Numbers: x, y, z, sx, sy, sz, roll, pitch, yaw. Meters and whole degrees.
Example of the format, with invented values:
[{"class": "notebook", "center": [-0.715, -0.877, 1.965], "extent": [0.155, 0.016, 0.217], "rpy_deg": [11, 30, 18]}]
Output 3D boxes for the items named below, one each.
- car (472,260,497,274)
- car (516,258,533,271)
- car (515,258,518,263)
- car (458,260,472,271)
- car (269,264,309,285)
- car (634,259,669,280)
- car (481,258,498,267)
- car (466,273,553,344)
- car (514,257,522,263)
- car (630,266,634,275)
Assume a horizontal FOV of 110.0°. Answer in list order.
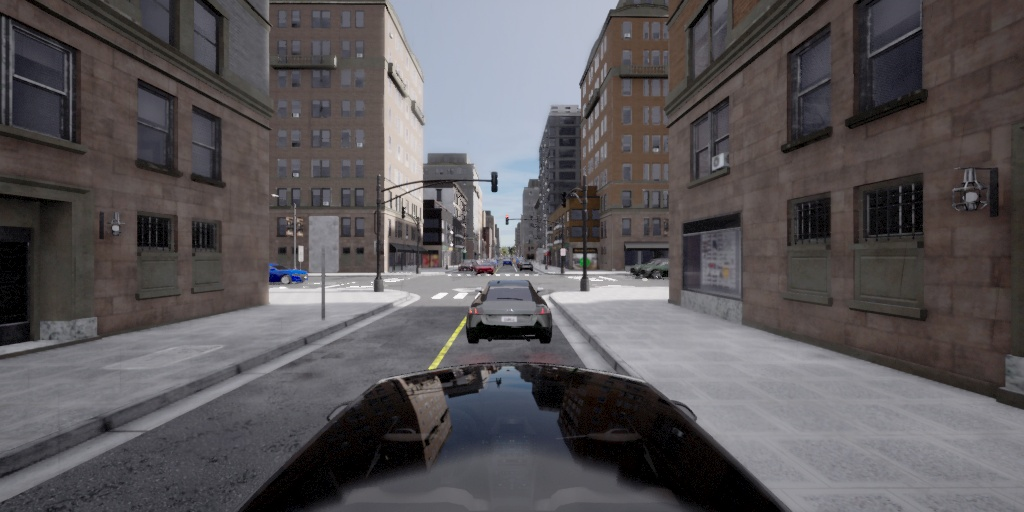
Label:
[{"class": "car", "center": [-2.954, 1.378, 37.720], "extent": [1.895, 1.301, 4.718], "rpy_deg": [0, 0, -8]}, {"class": "car", "center": [1.899, 1.362, 48.708], "extent": [1.948, 1.339, 4.313], "rpy_deg": [0, 0, 0]}, {"class": "car", "center": [1.809, 1.399, 59.730], "extent": [1.802, 1.307, 4.207], "rpy_deg": [0, 0, 0]}, {"class": "car", "center": [-6.125, 1.236, 48.643], "extent": [1.967, 1.591, 4.097], "rpy_deg": [0, 0, 0]}, {"class": "car", "center": [-17.584, 1.291, 26.219], "extent": [5.008, 1.535, 1.882], "rpy_deg": [0, 0, 1]}, {"class": "car", "center": [13.110, 1.052, 30.081], "extent": [4.553, 1.767, 2.097], "rpy_deg": [0, 0, -1]}, {"class": "car", "center": [-3.625, 1.371, 54.388], "extent": [1.994, 1.385, 4.181], "rpy_deg": [0, 0, 0]}, {"class": "car", "center": [-0.070, 1.315, 9.636], "extent": [1.994, 1.385, 4.181], "rpy_deg": [0, 0, 0]}, {"class": "car", "center": [1.764, 1.395, 65.240], "extent": [1.948, 1.339, 4.313], "rpy_deg": [0, 0, 0]}, {"class": "car", "center": [13.380, 1.058, 33.336], "extent": [4.553, 1.767, 2.097], "rpy_deg": [0, 0, -1]}]
